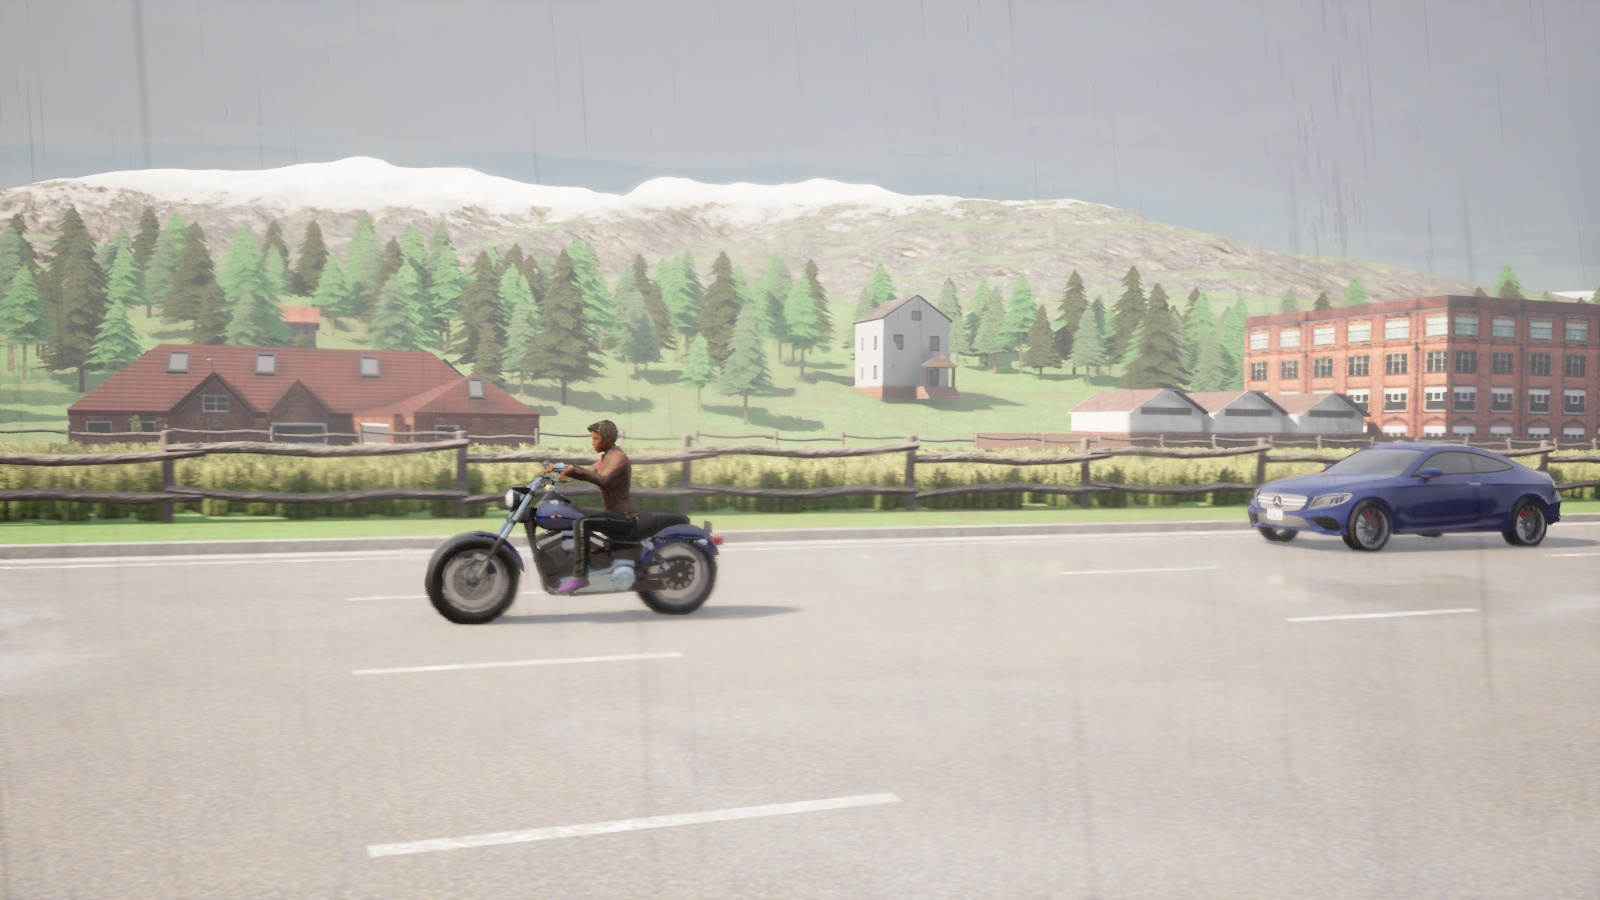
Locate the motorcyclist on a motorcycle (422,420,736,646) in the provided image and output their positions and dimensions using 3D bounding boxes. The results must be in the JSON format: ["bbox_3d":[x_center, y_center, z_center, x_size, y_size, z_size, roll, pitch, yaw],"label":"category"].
[{"bbox_3d":[-1.761,0.602,10.057,2.350,1.649,0.766,-1,1,-21],"label":"motorcyclist on a motorcycle"}]

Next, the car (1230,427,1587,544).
[{"bbox_3d":[8.592,0.429,17.731,4.674,1.442,1.812,-1,1,-21],"label":"car"}]
